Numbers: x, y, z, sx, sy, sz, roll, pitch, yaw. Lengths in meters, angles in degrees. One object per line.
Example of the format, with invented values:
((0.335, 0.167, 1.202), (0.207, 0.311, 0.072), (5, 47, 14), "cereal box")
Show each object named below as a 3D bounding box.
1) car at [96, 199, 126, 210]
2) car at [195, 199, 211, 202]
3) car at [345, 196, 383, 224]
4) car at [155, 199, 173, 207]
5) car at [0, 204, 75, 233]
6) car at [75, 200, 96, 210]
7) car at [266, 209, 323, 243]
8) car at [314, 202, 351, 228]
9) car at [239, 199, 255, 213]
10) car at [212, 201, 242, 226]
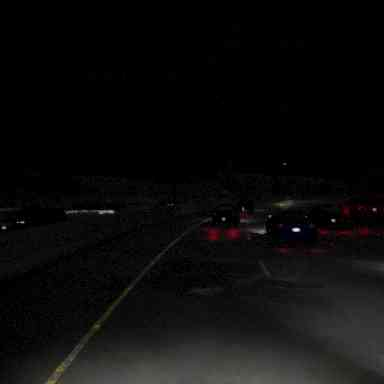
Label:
((-10.623, 1.700, 45.156), (1.812, 1.442, 4.674), (0, 0, 17), "car")
((2.189, 1.868, 59.786), (1.895, 1.301, 4.718), (0, 0, 24), "car")
((13.548, 1.367, 26.309), (2.150, 2.045, 5.566), (0, 0, 12), "car")
((-4.273, 1.787, 53.026), (1.994, 1.385, 4.181), (0, 0, 20), "car")
((-9.134, 1.556, 19.226), (2.128, 1.511, 4.902), (0, 0, 8), "car")
((-14.196, 1.768, 45.469), (1.895, 1.301, 4.718), (0, 0, 17), "car")
((4.837, 1.648, 16.627), (1.994, 1.385, 4.181), (0, 0, 7), "car")
((9.452, 1.650, 23.541), (1.812, 1.442, 4.674), (0, 0, 10), "car")
((6.628, 1.699, 41.086), (1.837, 1.490, 4.892), (0, -1, 17), "car")
((2.544, 1.640, 24.594), (1.812, 1.442, 4.674), (0, 0, 10), "car")
